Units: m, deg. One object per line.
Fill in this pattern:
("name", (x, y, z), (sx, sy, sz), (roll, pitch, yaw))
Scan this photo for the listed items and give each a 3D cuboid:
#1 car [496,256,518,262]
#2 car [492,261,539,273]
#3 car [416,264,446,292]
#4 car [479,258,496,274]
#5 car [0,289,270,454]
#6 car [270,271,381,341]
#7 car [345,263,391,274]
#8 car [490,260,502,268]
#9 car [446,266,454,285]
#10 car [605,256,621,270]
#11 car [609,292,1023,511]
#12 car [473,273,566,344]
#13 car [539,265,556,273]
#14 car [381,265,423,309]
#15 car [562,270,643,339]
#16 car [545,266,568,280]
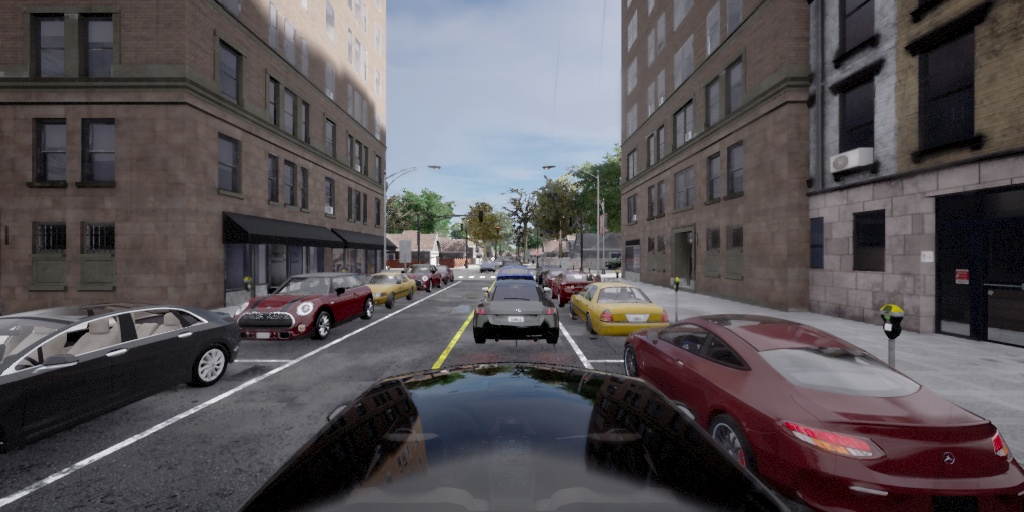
("car", (0.071, 1.114, 27.854), (2.097, 1.767, 4.553), (0, 0, 0))
("car", (0.123, 1.235, 18.629), (1.882, 1.535, 5.008), (0, 0, -1))
("car", (-5.338, 1.198, 20.775), (1.967, 1.591, 4.097), (0, 0, 0))
("car", (-2.831, 1.326, 42.723), (2.033, 1.411, 5.357), (0, 0, -1))
("car", (-5.384, 1.301, 4.219), (2.007, 1.370, 4.403), (0, 0, 0))
("car", (-5.369, 1.192, 9.738), (1.967, 1.591, 4.097), (0, 0, 0))
("car", (-17.088, 1.467, 42.616), (4.718, 1.301, 1.895), (0, 0, -2))
("car", (-2.912, 1.408, 64.526), (1.895, 1.301, 4.718), (0, 0, 0))
("car", (-5.323, 1.343, 26.295), (1.802, 1.307, 4.207), (0, 0, 0))
("car", (15.610, 0.895, 49.213), (5.566, 2.045, 2.150), (0, 0, 0))
("car", (2.641, 1.332, 4.201), (1.802, 1.307, 4.207), (0, 0, 0))
("car", (0.111, 1.316, 9.636), (1.994, 1.385, 4.181), (0, 0, 1))
("car", (2.687, 1.340, 20.755), (1.802, 1.307, 4.207), (0, 0, 0))
("car", (-5.354, 1.280, 15.086), (1.751, 1.417, 4.829), (0, 0, 0))
("car", (2.657, 1.278, 9.889), (1.751, 1.417, 4.829), (0, 0, 0))
("car", (2.671, 1.300, 15.237), (1.888, 1.381, 4.507), (0, 0, 0))
